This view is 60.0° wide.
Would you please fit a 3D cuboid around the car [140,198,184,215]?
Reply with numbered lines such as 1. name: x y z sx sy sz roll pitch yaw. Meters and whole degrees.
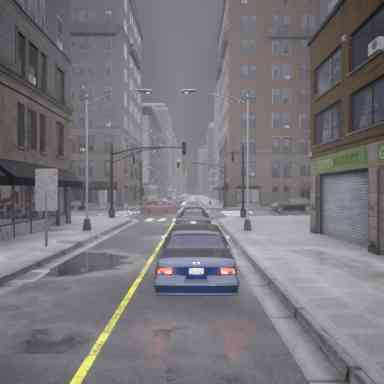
1. car: -3.160 1.564 33.769 4.181 1.385 1.994 0 0 0

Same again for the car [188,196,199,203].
1. car: 0.185 1.526 64.647 1.812 1.442 4.674 0 0 0

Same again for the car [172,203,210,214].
1. car: 0.086 1.563 19.353 1.994 1.385 4.181 0 0 1

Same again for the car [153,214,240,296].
1. car: 0.094 1.547 8.807 2.033 1.411 5.357 0 0 0

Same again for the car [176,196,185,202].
1. car: -2.654 1.599 78.884 1.895 1.301 4.718 0 0 0

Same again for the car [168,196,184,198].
1. car: -2.810 1.351 49.838 2.097 1.767 4.553 0 0 1

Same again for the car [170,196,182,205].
1. car: -2.758 1.526 58.567 1.812 1.442 4.674 0 0 0

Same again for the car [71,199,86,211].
1. car: -14.697 1.539 39.283 4.313 1.339 1.947 0 0 0

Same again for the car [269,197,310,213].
1. car: 10.886 1.353 36.679 4.553 1.767 2.097 0 0 0
